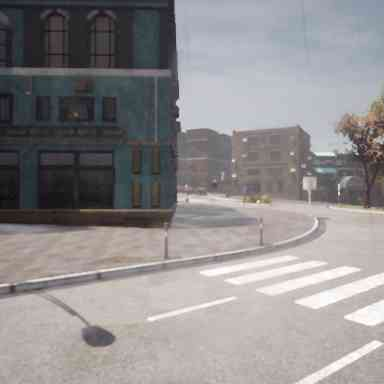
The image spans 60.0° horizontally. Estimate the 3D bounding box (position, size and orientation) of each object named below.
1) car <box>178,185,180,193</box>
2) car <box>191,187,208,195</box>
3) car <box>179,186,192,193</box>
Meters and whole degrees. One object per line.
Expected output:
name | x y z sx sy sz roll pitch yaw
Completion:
car | -3.163 -0.775 70.929 1.946 1.575 5.366 6 2 11
car | 2.038 -0.186 67.944 2.231 1.521 4.892 5 2 12
car | -0.544 -0.441 69.533 2.002 1.452 4.674 6 2 11
